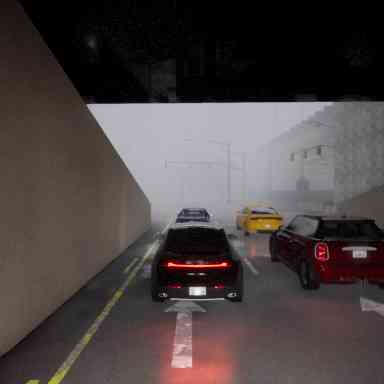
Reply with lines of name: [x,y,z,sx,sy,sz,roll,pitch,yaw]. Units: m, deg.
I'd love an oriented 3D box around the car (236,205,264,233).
car: [3.633,1.478,18.429,1.882,1.535,5.008,0,0,0]

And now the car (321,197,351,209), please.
car: [17.653,1.295,40.633,4.536,1.218,1.853,0,0,-45]

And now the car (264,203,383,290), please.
car: [3.599,1.352,9.238,2.097,1.767,4.553,0,0,0]

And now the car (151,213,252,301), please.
car: [0.106,1.505,8.304,1.837,1.490,4.892,0,0,0]

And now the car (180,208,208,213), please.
car: [0.102,1.547,18.050,2.033,1.411,5.357,0,0,3]

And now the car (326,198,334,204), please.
car: [17.616,1.453,40.596,4.974,1.542,2.038,0,0,-45]
